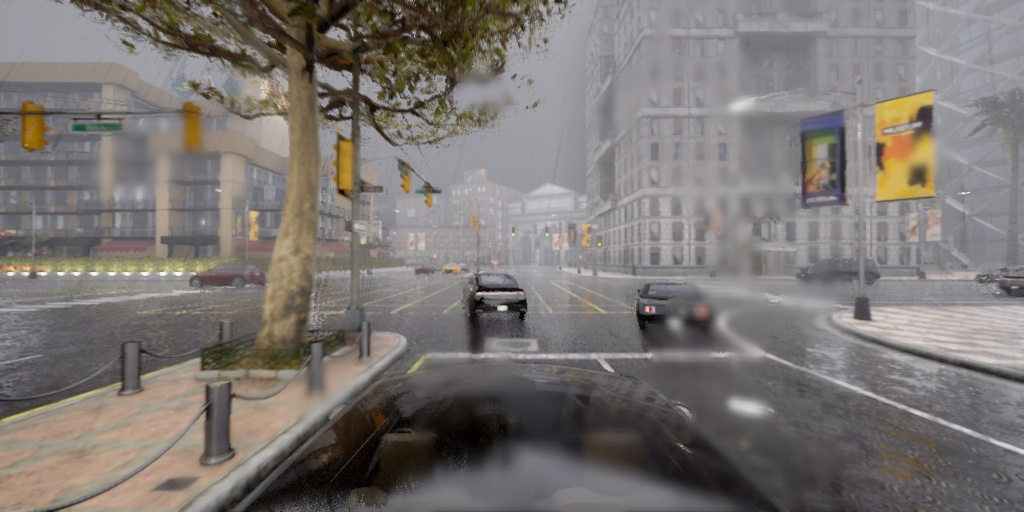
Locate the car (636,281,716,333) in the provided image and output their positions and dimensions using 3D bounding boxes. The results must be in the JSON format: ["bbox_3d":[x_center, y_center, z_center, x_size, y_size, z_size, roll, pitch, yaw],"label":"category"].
[{"bbox_3d":[4.951,1.451,11.295,1.895,1.301,4.718,0,-1,20],"label":"car"}]

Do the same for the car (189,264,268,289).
[{"bbox_3d":[-19.760,1.345,25.055,4.553,1.767,2.097,0,-1,3],"label":"car"}]

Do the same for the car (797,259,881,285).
[{"bbox_3d":[26.417,1.256,29.067,5.566,2.045,2.150,0,-1,0],"label":"car"}]

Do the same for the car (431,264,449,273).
[{"bbox_3d":[-11.517,1.935,57.827,1.895,1.301,4.718,0,-1,1],"label":"car"}]

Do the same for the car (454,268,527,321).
[{"bbox_3d":[-0.805,1.359,13.012,2.128,1.511,4.902,0,-1,-12],"label":"car"}]

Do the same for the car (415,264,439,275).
[{"bbox_3d":[-11.521,1.833,48.045,1.895,1.301,4.718,0,-1,0],"label":"car"}]

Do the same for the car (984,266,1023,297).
[{"bbox_3d":[28.184,1.415,18.383,4.902,1.511,2.128,0,-1,0],"label":"car"}]

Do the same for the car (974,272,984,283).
[{"bbox_3d":[40.706,1.538,29.042,4.892,1.490,1.837,0,-1,1],"label":"car"}]

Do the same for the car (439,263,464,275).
[{"bbox_3d":[-8.025,1.710,48.096,1.882,1.535,5.008,0,-1,0],"label":"car"}]

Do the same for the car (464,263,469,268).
[{"bbox_3d":[-8.024,1.856,57.494,1.812,1.442,4.674,0,0,0],"label":"car"}]
